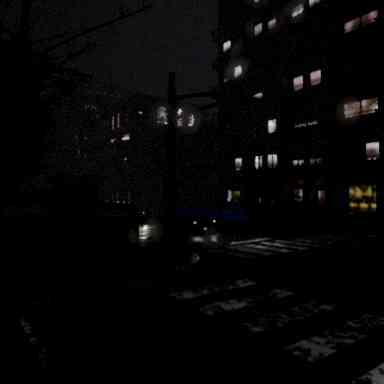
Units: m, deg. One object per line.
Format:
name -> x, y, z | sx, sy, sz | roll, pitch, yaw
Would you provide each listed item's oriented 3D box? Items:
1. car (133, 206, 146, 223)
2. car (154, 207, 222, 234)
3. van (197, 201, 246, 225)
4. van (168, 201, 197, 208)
car -> -5.766, 1.773, 28.518 | 2.097, 1.767, 4.553 | 0, -1, -36
car -> -0.497, 1.875, 21.274 | 1.895, 1.301, 4.718 | 0, -1, -36
van -> 2.542, 1.641, 26.912 | 1.690, 1.788, 3.998 | -1, 0, -36
van -> -0.716, 1.731, 31.391 | 1.690, 1.788, 3.998 | -1, 0, -36
